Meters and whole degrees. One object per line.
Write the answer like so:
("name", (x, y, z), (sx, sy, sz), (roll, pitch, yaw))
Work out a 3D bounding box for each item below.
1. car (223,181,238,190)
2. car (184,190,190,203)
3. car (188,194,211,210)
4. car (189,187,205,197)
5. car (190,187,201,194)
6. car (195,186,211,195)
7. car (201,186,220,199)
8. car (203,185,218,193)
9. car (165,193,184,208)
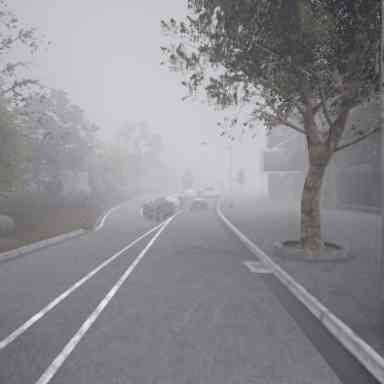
("car", (9.855, -1.451, 90.180), (2.231, 1.521, 4.892), (-3, 2, 25))
("car", (-2.069, 0.873, 47.150), (2.097, 1.535, 5.008), (1, 3, 9))
("car", (0.922, 1.278, 39.211), (1.812, 1.442, 4.674), (0, 1, 4))
("car", (0.997, 0.031, 63.609), (2.097, 1.535, 5.008), (0, 3, 14))
("car", (-0.332, 0.393, 57.529), (2.002, 1.452, 4.674), (-1, 3, 12))
("car", (2.393, -0.286, 69.136), (2.231, 1.521, 4.892), (0, 3, 16))
("car", (3.464, 0.031, 57.558), (2.150, 2.045, 5.566), (0, 3, 11))
("car", (4.215, -0.623, 75.186), (2.097, 1.535, 5.008), (0, 3, 18))
("car", (-2.582, 1.244, 41.038), (2.002, 1.452, 4.674), (-2, 3, 4))
